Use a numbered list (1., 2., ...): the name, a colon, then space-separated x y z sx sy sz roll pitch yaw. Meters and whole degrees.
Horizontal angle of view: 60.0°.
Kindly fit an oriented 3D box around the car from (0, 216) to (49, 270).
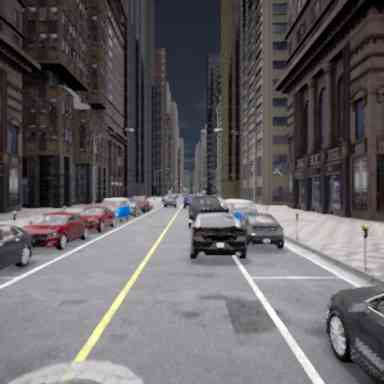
1. car: -5.784 1.553 8.717 2.008 1.369 4.403 0 0 0

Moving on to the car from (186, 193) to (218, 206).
1. car: 0.838 1.235 22.757 2.150 2.045 5.566 0 0 0

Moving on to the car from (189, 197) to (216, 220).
1. car: 0.820 1.366 28.697 2.097 1.767 4.553 0 0 0

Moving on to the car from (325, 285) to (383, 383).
1. car: 2.758 1.553 3.128 2.008 1.369 4.403 0 0 0

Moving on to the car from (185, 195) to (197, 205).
1. car: -0.177 1.393 62.367 2.097 1.767 4.553 0 0 0

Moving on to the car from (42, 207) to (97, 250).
1. car: -5.800 1.550 14.329 1.887 1.381 4.507 0 0 0

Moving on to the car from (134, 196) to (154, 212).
1. car: -5.865 1.333 36.803 2.192 1.841 5.009 0 0 0

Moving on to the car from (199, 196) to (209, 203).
1. car: 2.561 1.596 70.553 1.887 1.381 4.507 0 0 0

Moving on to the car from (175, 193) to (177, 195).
1. car: -6.029 1.621 92.986 1.887 1.381 4.507 0 0 0

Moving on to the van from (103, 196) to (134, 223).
1. van: -5.832 1.352 25.566 1.690 1.788 3.998 0 0 0

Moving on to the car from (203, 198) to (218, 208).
1. car: 2.627 1.609 48.077 1.802 1.307 4.206 0 0 0

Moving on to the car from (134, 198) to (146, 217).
1. car: -5.849 1.566 31.184 2.008 1.369 4.403 0 0 0

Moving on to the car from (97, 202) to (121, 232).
1. car: -5.816 1.553 19.947 1.887 1.381 4.507 0 0 0

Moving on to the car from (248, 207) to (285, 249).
1. car: 2.725 1.558 14.365 2.008 1.369 4.403 0 0 0

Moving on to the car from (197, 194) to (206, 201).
1. car: 2.512 1.386 87.409 2.192 1.841 5.009 0 0 0

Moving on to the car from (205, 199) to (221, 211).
1. car: 2.643 1.606 42.459 1.802 1.307 4.206 0 0 0

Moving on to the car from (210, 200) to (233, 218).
1. car: 2.676 1.542 31.391 1.752 1.417 4.829 0 0 0

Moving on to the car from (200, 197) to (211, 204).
1. car: 2.578 1.611 64.934 1.947 1.339 4.313 0 0 0

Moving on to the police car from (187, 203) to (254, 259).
1. police car: 0.867 1.431 12.837 1.930 1.638 5.238 0 0 0

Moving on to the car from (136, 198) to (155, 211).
1. car: -5.881 1.547 42.252 1.752 1.417 4.829 0 0 0

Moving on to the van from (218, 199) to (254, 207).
1. van: 2.709 1.351 19.984 1.690 1.788 3.998 0 0 0

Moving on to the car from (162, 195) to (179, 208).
1. car: -3.150 1.574 48.802 2.033 1.411 5.357 0 0 0

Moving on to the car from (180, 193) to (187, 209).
1. car: -0.131 1.249 46.992 2.150 2.045 5.566 0 0 0
